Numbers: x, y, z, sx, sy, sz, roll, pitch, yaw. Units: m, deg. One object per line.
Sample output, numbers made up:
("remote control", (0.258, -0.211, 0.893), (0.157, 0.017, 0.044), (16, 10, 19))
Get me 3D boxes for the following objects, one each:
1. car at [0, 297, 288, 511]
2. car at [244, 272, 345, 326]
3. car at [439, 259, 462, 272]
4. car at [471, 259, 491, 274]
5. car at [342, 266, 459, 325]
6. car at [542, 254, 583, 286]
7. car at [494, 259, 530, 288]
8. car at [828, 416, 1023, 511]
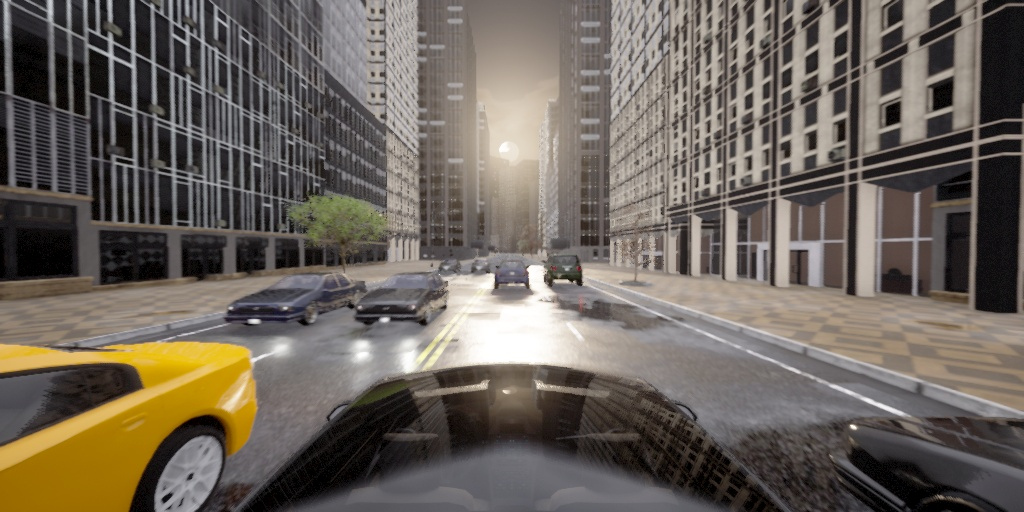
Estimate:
("car", (-3.318, 1.230, 1.234), (1.882, 1.535, 5.008), (0, 0, 0))
("car", (-6.498, 1.240, 11.706), (2.033, 1.411, 5.357), (0, 0, 0))
("car", (-6.495, 1.027, 38.069), (2.128, 1.511, 4.902), (0, 0, 0))
("car", (-3.244, 1.027, 38.076), (2.128, 1.511, 4.902), (0, 0, 0))
("car", (-3.247, 1.240, 11.822), (2.033, 1.411, 5.357), (0, 0, 0))
("car", (3.275, 0.847, 23.861), (2.150, 2.045, 5.566), (0, 1, 0))
("car", (0.017, 0.983, 22.380), (2.097, 1.767, 4.553), (0, 0, 0))
("car", (3.351, 1.306, 0.227), (2.033, 1.411, 5.357), (0, 0, 0))
